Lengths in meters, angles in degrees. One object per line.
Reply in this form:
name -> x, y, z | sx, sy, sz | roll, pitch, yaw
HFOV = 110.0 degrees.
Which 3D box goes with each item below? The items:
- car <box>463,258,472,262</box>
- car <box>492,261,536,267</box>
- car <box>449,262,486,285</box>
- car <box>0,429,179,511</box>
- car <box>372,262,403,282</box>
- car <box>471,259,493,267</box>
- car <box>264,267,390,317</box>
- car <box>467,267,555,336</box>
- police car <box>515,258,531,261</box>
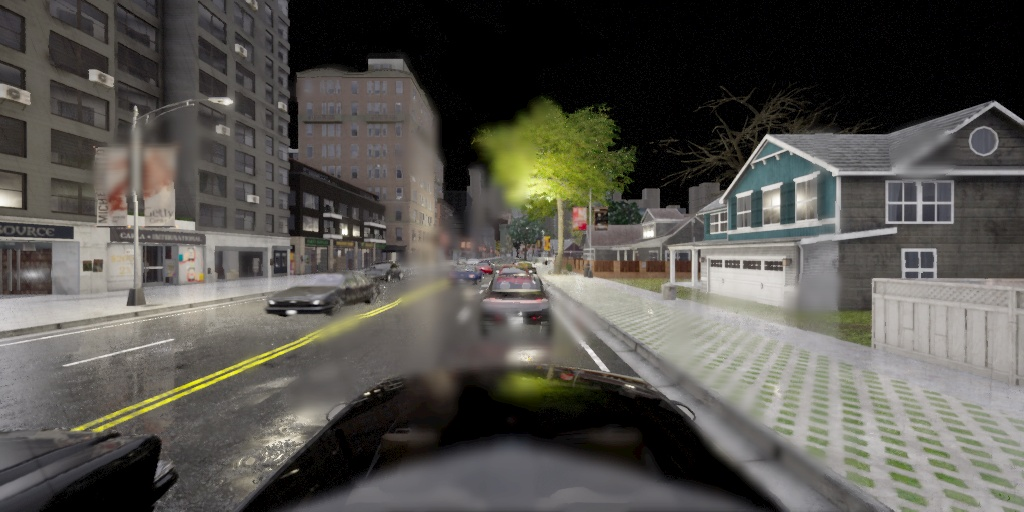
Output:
car -> -6.517, 1.218, 59.628 | 1.812, 1.442, 4.674 | 0, 0, 0
car -> 0.121, 1.219, 19.915 | 1.882, 1.535, 5.008 | 0, 0, 0
car -> -3.124, 1.337, 25.176 | 1.895, 1.301, 4.718 | 0, 0, 0
car -> -3.150, 1.351, 0.194 | 1.895, 1.301, 4.718 | 0, 0, 0
car -> -9.820, 1.238, 27.615 | 1.837, 1.490, 4.892 | 0, 0, 0
car -> -3.109, 1.282, 40.027 | 1.994, 1.385, 4.181 | 0, 0, 0
car -> -6.587, 1.294, 13.370 | 2.033, 1.411, 5.357 | 0, 0, 0
car -> 0.112, 1.239, 10.411 | 2.128, 1.511, 4.902 | 0, 0, 0
police car -> 1.006, 1.156, 29.644 | 1.930, 1.638, 5.238 | 0, 0, 0
